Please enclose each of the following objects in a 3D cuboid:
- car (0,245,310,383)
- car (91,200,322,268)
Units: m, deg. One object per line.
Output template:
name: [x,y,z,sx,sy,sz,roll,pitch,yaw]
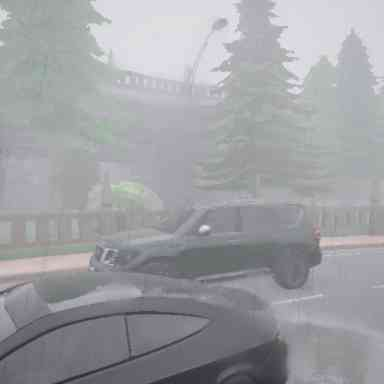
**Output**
car: [-1.198,1.526,2.808,4.674,1.442,1.812,0,0,-32]
car: [0.505,1.221,7.854,5.566,2.045,2.150,0,0,-26]
